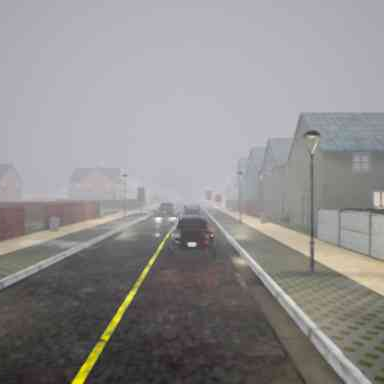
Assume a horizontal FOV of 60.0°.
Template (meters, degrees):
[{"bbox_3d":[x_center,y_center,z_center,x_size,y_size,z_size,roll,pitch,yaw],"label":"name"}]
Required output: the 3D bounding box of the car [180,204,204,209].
[{"bbox_3d":[0.024,1.800,28.502,2.128,1.511,4.902,0,0,0],"label":"car"}]

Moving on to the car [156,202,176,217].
[{"bbox_3d":[-2.764,1.902,36.558,1.837,1.490,4.892,0,-1,0],"label":"car"}]

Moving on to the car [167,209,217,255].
[{"bbox_3d":[0.026,1.676,13.890,1.812,1.442,4.674,0,0,1],"label":"car"}]
